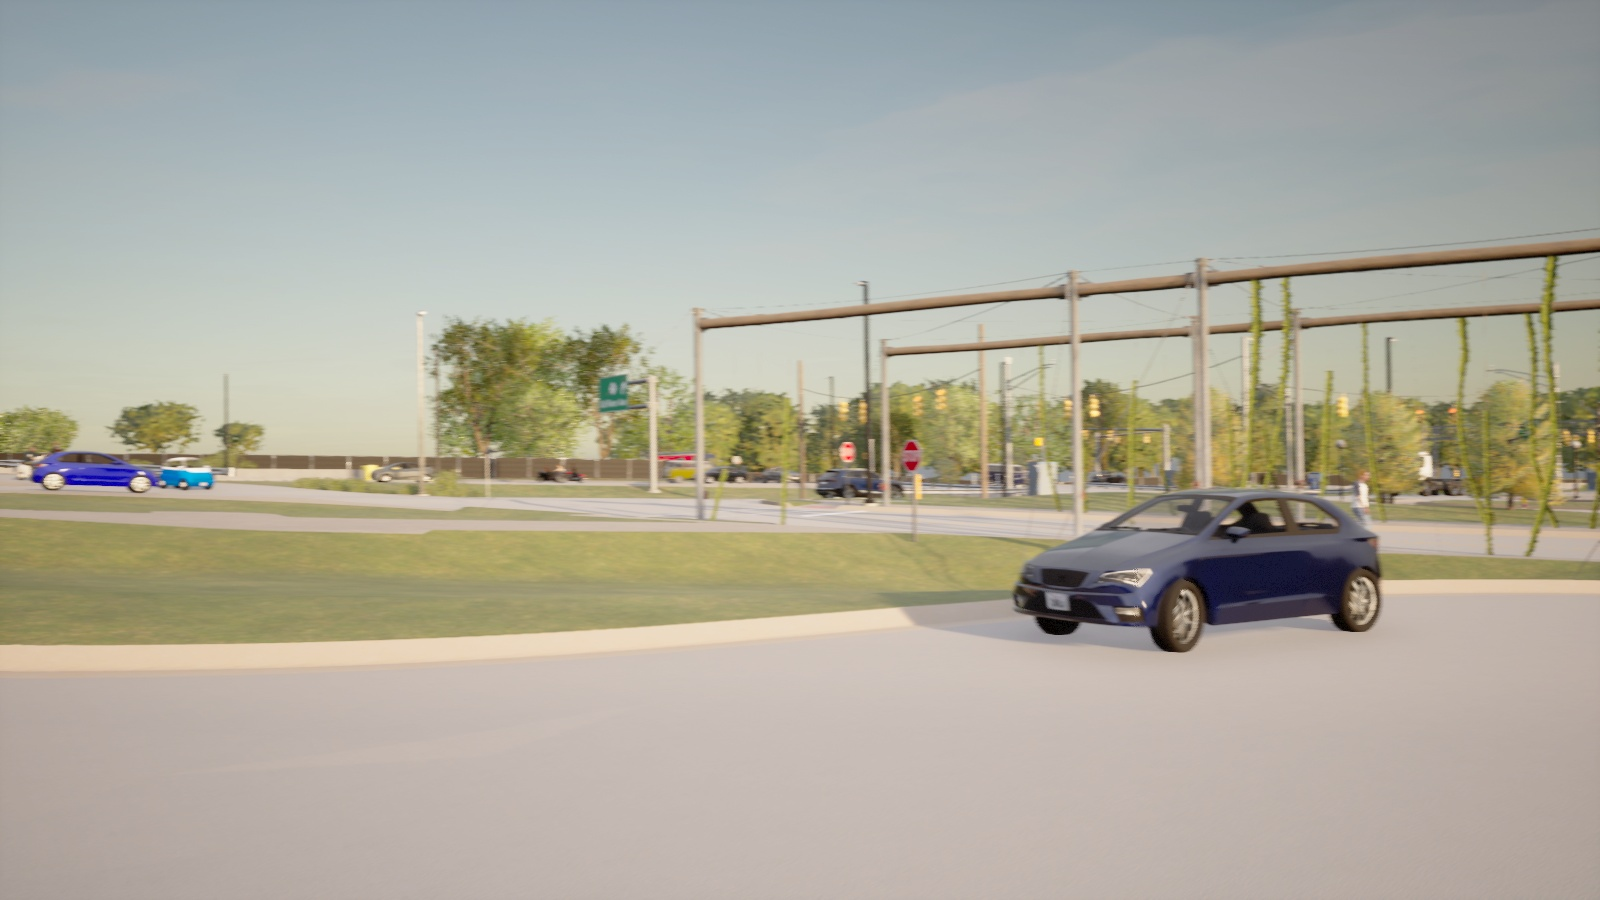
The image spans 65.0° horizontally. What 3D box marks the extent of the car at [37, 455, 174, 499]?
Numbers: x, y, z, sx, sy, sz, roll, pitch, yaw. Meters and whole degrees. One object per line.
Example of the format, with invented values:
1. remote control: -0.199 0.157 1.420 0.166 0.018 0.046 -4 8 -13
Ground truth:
1. car: -25.486 1.013 46.116 4.193 1.474 1.816 3 -3 -33

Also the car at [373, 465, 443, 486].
1. car: -28.673 1.861 91.976 4.514 1.525 2.007 1 -2 -33

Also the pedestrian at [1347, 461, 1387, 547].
1. pedestrian: 12.328 1.164 27.296 0.706 1.836 0.354 -2 -1 29

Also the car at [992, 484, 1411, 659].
1. car: 4.166 1.109 12.830 4.193 1.474 1.816 0 -1 -33

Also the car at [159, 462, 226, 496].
1. car: -26.196 1.223 54.171 2.207 1.376 1.481 1 0 23

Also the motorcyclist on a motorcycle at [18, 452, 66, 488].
1. motorcyclist on a motorcycle: -34.474 0.904 57.127 1.817 1.590 0.866 1 0 16

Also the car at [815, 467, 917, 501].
1. car: 3.329 1.719 62.778 4.856 1.649 2.033 1 -2 -33
